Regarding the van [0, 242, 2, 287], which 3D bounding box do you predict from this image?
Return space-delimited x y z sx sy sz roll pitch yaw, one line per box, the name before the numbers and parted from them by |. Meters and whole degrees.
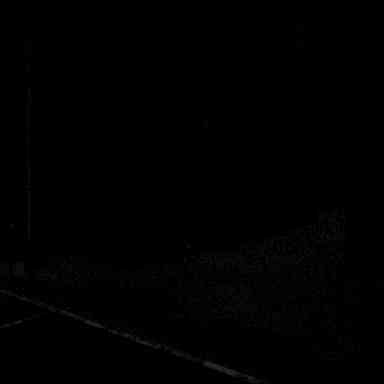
van | -5.763 1.339 7.182 3.998 1.788 1.690 0 0 35
